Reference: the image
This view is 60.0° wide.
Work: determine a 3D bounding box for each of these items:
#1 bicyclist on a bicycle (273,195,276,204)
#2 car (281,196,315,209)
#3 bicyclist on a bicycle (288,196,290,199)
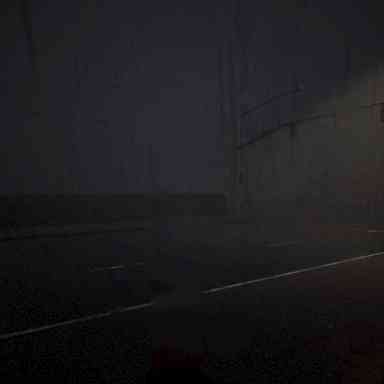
[{"bbox_3d":[13.517,1.300,54.460,0.582,1.620,1.656,0,0,21],"label":"bicyclist on a bicycle"},{"bbox_3d":[14.514,1.351,45.961,2.097,1.767,4.553,0,0,-34],"label":"car"},{"bbox_3d":[14.516,1.453,49.552,1.656,1.620,0.582,0,0,-23],"label":"bicyclist on a bicycle"}]
